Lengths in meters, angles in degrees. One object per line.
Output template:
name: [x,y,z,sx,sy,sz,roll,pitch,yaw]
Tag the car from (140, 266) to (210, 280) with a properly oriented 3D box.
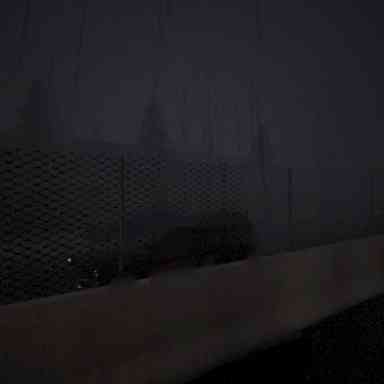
car: [-0.590,1.597,8.161,4.718,1.301,1.895,0,0,-39]
